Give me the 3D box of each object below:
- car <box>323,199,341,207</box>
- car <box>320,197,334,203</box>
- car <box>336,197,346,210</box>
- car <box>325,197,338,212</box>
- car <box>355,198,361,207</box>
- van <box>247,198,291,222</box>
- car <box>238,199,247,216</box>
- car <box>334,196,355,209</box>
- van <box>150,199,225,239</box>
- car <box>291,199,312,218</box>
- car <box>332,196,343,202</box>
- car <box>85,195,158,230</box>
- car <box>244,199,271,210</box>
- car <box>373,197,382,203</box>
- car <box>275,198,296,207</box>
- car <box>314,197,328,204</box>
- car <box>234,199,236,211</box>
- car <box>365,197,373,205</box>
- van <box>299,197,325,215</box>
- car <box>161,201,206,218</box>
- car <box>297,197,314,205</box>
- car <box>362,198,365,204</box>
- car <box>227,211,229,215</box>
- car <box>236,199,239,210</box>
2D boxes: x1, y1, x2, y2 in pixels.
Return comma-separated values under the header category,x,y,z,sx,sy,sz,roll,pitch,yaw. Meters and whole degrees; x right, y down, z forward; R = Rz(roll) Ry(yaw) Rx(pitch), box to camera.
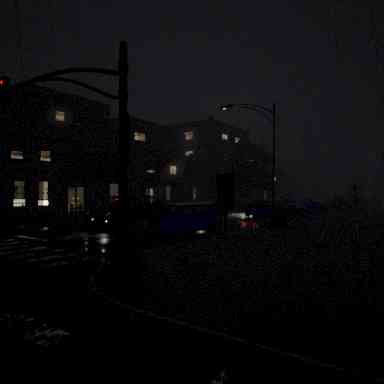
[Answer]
category,x,y,z,sx,sy,sz,roll,pitch,yaw
car,23.573,1.795,55.806,1.895,1.301,4.718,0,0,35
car,31.172,1.806,76.687,1.947,1.339,4.313,0,0,35
car,18.962,1.737,44.750,1.947,1.339,4.313,0,0,35
car,15.885,1.679,40.372,1.752,1.417,4.829,0,0,35
car,25.316,1.524,53.785,2.192,1.841,5.009,0,0,35
van,6.260,1.443,26.682,1.690,1.788,3.998,0,0,35
car,6.719,1.589,31.835,2.128,1.511,4.902,0,0,35
car,22.140,1.505,49.268,2.192,1.841,5.009,0,0,35
van,-0.092,1.414,17.648,1.690,1.788,3.998,0,0,35
car,9.435,1.663,31.198,1.887,1.381,4.507,0,0,35
car,37.524,1.726,85.721,1.967,1.590,4.097,0,0,35
car,-4.253,1.259,21.791,2.150,2.045,5.566,0,0,35
car,8.942,1.642,45.068,1.887,1.381,4.507,0,0,35
car,44.369,1.908,80.886,1.947,1.339,4.313,0,0,35
car,15.293,1.679,54.101,1.887,1.381,4.507,0,0,35
car,27.898,1.742,72.030,1.752,1.417,4.829,0,0,35
car,5.767,1.520,40.551,1.967,1.590,4.097,0,0,35
car,34.842,1.818,67.335,1.887,1.381,4.507,0,0,35
van,12.612,1.476,35.716,1.690,1.788,3.998,0,0,35
car,-0.684,1.571,31.377,1.752,1.417,4.829,0,0,35
car,21.645,1.719,63.135,1.887,1.381,4.507,0,0,35
car,28.588,1.756,58.441,1.752,1.417,4.829,0,0,35
car,1.558,1.541,30.054,1.882,1.535,5.008,0,0,35
car,7.515,1.586,38.511,2.128,1.511,4.902,0,0,35
